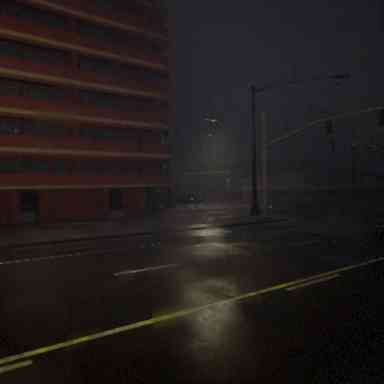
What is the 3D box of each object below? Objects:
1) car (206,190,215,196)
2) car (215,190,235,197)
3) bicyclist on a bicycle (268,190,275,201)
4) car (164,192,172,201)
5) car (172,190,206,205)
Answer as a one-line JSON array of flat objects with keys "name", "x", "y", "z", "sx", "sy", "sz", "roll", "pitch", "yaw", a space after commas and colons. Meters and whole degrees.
[{"name": "car", "x": 4.261, "y": 0.228, "z": 83.199, "sx": 4.611, "sy": 1.667, "sz": 2.242, "roll": -2, "pitch": 1, "yaw": -36}, {"name": "car", "x": 8.256, "y": 0.369, "z": 78.999, "sx": 3.806, "sy": 1.475, "sz": 1.970, "roll": -2, "pitch": 1, "yaw": -36}, {"name": "bicyclist on a bicycle", "x": 12.262, "y": 0.566, "z": 51.088, "sx": 1.656, "sy": 1.620, "sz": 0.582, "roll": -2, "pitch": 1, "yaw": -37}, {"name": "car", "x": -5.150, "y": 0.815, "z": 61.985, "sx": 2.097, "sy": 1.767, "sz": 4.553, "roll": -2, "pitch": 1, "yaw": -37}, {"name": "car", "x": -0.483, "y": 0.906, "z": 49.790, "sx": 2.097, "sy": 1.767, "sz": 4.553, "roll": -2, "pitch": 1, "yaw": -37}]
